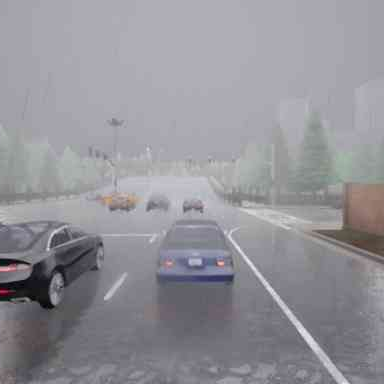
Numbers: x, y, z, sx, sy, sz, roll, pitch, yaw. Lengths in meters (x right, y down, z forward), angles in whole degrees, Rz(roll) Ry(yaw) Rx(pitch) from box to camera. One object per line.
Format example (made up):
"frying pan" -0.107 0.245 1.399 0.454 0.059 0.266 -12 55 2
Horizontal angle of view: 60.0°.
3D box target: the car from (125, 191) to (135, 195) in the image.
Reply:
"car" -14.061 0.584 74.914 1.882 1.535 5.008 0 3 0

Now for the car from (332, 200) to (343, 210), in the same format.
"car" 17.309 1.196 35.064 4.892 1.490 1.837 0 0 0

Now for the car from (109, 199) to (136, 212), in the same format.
"car" -6.893 1.307 33.374 1.895 1.301 4.718 0 1 0

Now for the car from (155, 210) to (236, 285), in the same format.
"car" 0.080 1.464 9.343 2.033 1.411 5.357 0 0 0

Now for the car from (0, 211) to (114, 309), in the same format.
"car" -3.429 1.423 7.672 2.128 1.511 4.902 0 1 0

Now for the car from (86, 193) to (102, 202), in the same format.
"car" -17.528 0.969 59.524 2.128 1.511 4.902 0 1 0

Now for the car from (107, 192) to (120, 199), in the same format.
"car" -17.560 0.702 74.889 1.895 1.301 4.718 0 3 0

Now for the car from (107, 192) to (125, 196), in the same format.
"car" -14.032 0.829 59.528 2.097 1.767 4.553 0 1 0

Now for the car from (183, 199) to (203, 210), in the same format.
"car" 0.107 1.307 33.371 1.895 1.301 4.718 0 1 0

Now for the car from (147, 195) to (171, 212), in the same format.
"car" -3.394 1.047 34.685 2.097 1.767 4.553 0 0 0
